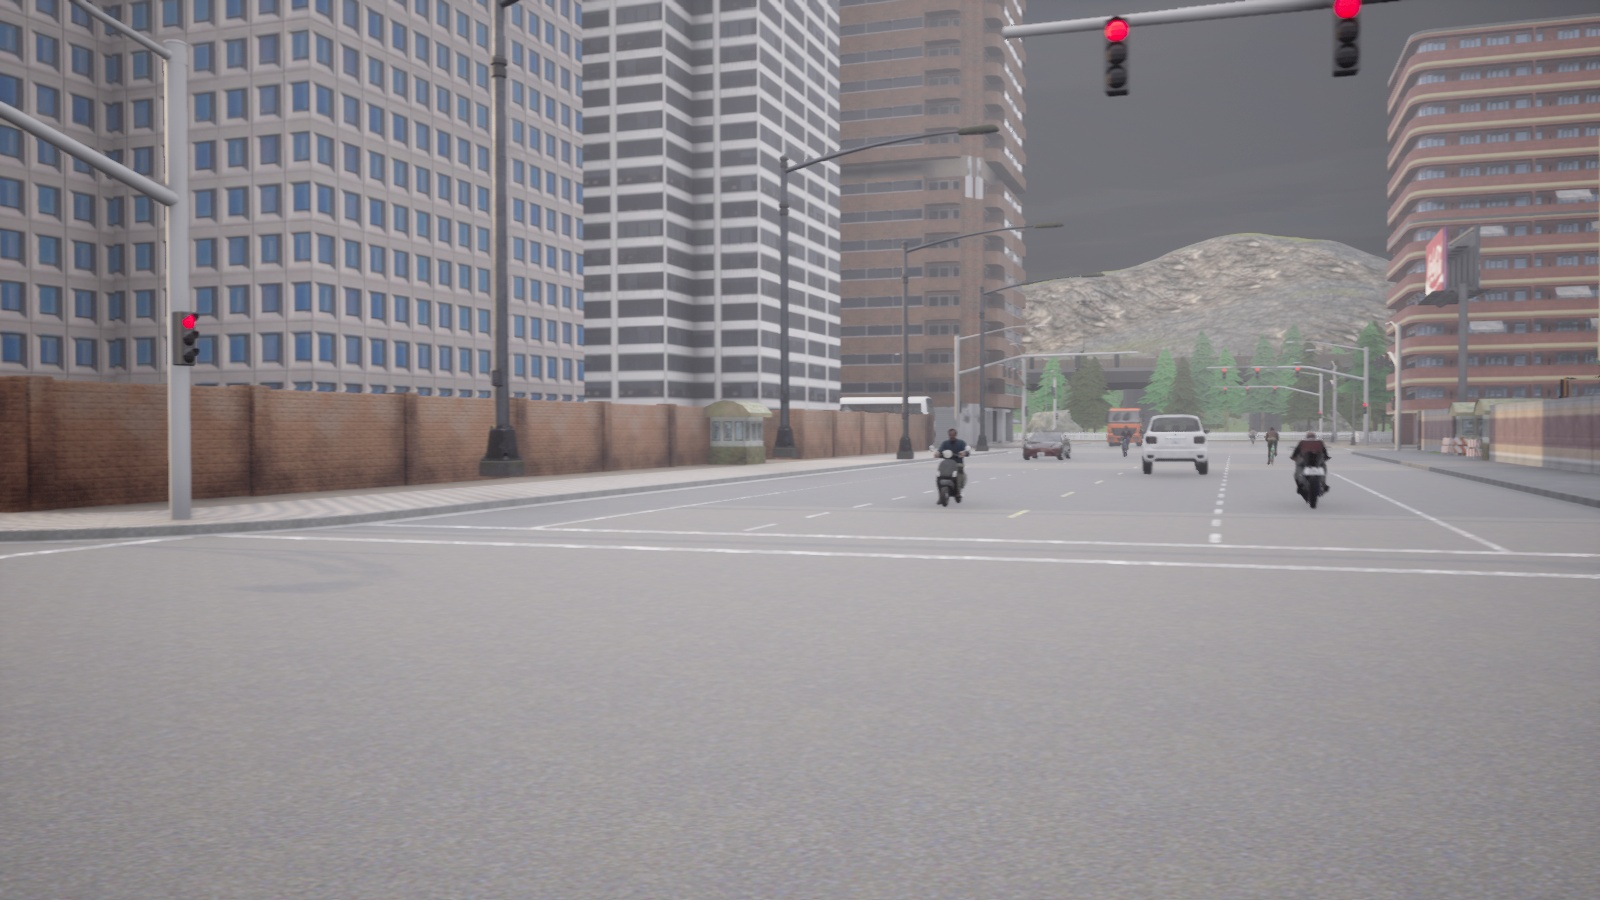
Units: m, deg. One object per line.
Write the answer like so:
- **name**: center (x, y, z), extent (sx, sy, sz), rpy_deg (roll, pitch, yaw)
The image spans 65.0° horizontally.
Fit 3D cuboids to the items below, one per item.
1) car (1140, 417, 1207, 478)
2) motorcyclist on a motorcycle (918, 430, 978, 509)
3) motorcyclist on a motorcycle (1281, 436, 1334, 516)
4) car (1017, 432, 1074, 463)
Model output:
- **car**: center (13.302, -0.123, 44.859), extent (2.150, 2.045, 5.566), rpy_deg (0, 1, 16)
- **motorcyclist on a motorcycle**: center (3.089, 0.374, 26.092), extent (0.866, 1.590, 1.817), rpy_deg (1, 1, 19)
- **motorcyclist on a motorcycle**: center (10.323, 0.490, 25.598), extent (0.866, 1.530, 2.191), rpy_deg (1, 1, 19)
- **car**: center (12.576, -0.153, 64.123), extent (2.163, 1.488, 4.792), rpy_deg (1, 1, 19)
